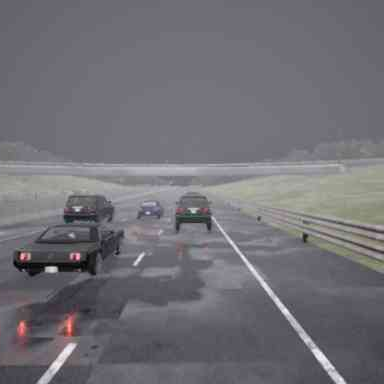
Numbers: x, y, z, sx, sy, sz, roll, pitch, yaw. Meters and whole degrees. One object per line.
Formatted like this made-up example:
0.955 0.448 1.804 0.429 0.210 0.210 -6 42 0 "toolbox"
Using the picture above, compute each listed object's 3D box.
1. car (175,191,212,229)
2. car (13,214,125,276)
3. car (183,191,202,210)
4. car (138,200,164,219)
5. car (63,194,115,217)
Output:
0.090 1.179 21.321 2.150 2.045 5.566 0 0 0 "car"
-3.405 1.589 10.287 1.895 1.301 4.718 0 0 0 "car"
0.082 0.906 40.210 2.150 2.045 5.566 0 1 0 "car"
-3.412 1.421 28.030 1.812 1.442 4.674 0 1 0 "car"
-6.899 1.168 22.780 2.150 2.045 5.566 0 0 0 "car"
